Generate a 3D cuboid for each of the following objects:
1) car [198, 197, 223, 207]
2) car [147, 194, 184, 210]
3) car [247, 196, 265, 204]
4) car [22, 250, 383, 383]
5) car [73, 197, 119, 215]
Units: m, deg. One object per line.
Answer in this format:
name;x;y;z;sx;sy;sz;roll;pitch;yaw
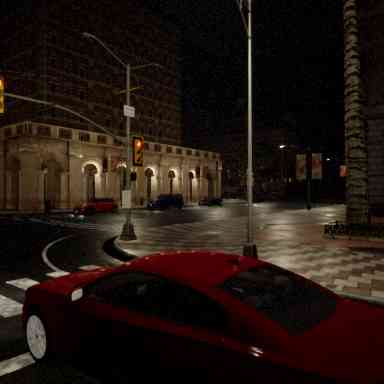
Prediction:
car;2.886;1.491;50.633;2.128;1.511;4.902;0;0;38
car;-3.304;1.222;42.699;2.150;2.045;5.566;0;0;38
car;12.141;1.508;62.526;1.837;1.490;4.892;0;0;38
car;-0.206;1.478;4.081;5.008;1.535;1.882;0;0;38
car;-9.887;1.352;34.369;2.097;1.767;4.553;0;0;39
